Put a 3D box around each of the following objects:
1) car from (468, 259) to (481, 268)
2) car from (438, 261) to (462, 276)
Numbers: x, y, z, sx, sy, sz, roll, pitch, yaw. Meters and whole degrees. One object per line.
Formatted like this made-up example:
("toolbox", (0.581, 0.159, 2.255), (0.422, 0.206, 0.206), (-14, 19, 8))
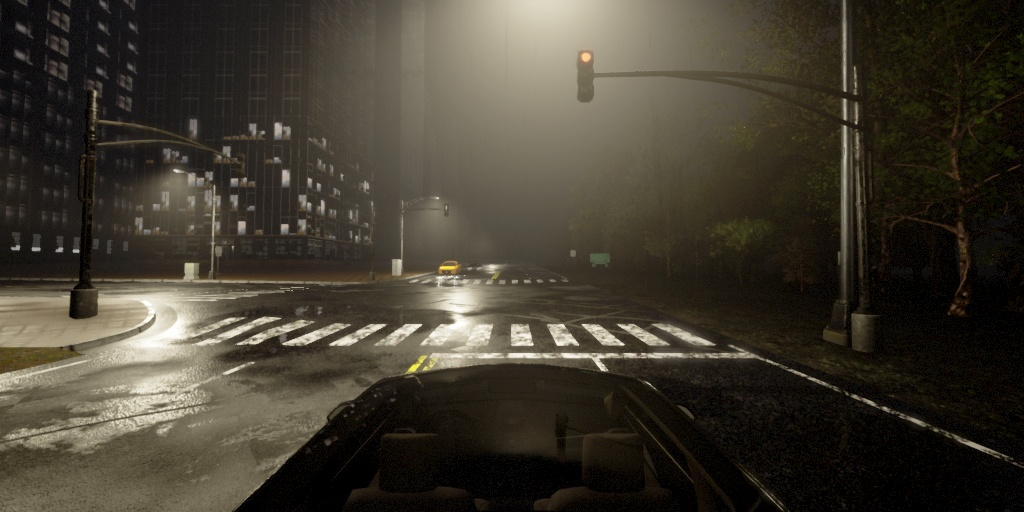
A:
("car", (-6.510, 1.312, 62.592), (1.882, 1.535, 5.008), (0, 1, 0))
("car", (-6.504, 1.297, 38.071), (1.882, 1.535, 5.008), (0, 1, 0))
